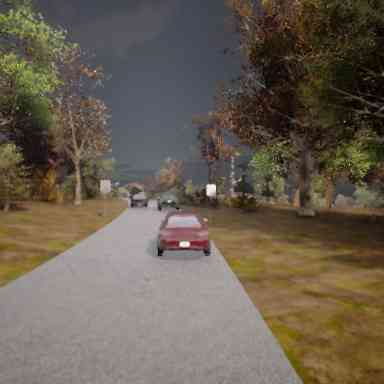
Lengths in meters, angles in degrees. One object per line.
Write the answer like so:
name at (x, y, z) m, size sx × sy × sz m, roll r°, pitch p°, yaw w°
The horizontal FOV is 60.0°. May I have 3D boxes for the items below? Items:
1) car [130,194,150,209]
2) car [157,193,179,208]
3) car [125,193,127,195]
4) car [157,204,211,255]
car at (-5.673, 0.961, 35.978) m, size 1.882 × 1.535 × 5.008 m, roll 2°, pitch 1°, yaw -9°
car at (-2.562, 0.928, 34.953) m, size 2.097 × 1.767 × 4.553 m, roll 1°, pitch 1°, yaw -8°
car at (-14.769, 0.585, 76.219) m, size 2.128 × 1.511 × 4.902 m, roll 2°, pitch -1°, yaw -16°
car at (-0.347, 1.445, 12.786) m, size 1.812 × 1.442 × 4.674 m, roll 1°, pitch 1°, yaw -3°
